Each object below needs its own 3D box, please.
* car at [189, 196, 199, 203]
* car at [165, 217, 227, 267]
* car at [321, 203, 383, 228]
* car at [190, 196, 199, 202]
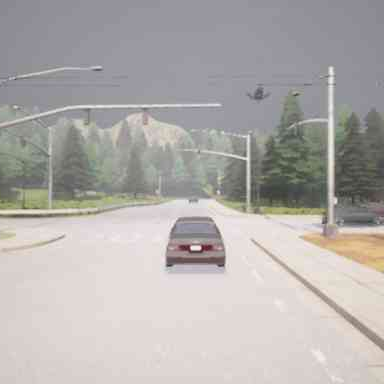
[{"bbox_3d":[0.251,1.572,68.553,2.033,1.411,5.357,0,0,2],"label":"car"},{"bbox_3d":[0.102,1.552,11.448,2.033,1.411,5.357,0,0,0],"label":"car"},{"bbox_3d":[10.860,1.599,22.209,4.181,1.385,1.994,0,0,3],"label":"car"},{"bbox_3d":[0.643,1.626,79.017,1.895,1.301,4.718,0,0,2],"label":"car"}]
